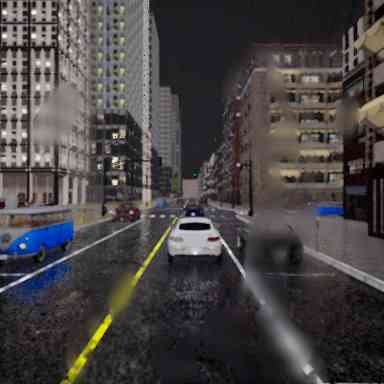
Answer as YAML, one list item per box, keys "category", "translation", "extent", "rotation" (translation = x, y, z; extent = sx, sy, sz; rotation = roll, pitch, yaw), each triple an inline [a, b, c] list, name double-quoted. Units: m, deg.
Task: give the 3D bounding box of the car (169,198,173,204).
- category: "car"
  translation: [-5.709, 2.323, 83.567]
  extent: [1.752, 1.417, 4.829]
  rotation: [0, -1, 0]

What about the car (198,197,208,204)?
- category: "car"
  translation: [2.672, 2.060, 78.192]
  extent: [2.192, 1.841, 5.009]
  rotation: [0, -1, 0]

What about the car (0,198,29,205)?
- category: "car"
  translation: [-21.140, 1.438, 39.845]
  extent: [4.097, 1.590, 1.967]
  rotation: [1, -2, 0]

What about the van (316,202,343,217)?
- category: "van"
  translation: [16.922, 2.074, 39.798]
  extent: [3.998, 1.788, 1.690]
  rotation: [1, -2, 0]

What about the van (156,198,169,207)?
- category: "van"
  translation: [-5.704, 1.921, 61.537]
  extent: [1.690, 1.788, 3.998]
  rotation: [0, -1, 0]

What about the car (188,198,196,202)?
- category: "car"
  translation: [-0.016, 2.386, 90.614]
  extent: [2.128, 1.511, 4.902]
  rotation: [0, -1, 0]

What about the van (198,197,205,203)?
- category: "van"
  translation: [2.669, 2.252, 94.843]
  extent: [1.690, 1.788, 3.998]
  rotation: [0, -1, 0]

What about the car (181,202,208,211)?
- category: "car"
  translation: [0.094, 1.841, 29.847]
  extent: [1.994, 1.385, 4.181]
  rotation: [0, -1, 0]

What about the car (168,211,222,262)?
- category: "car"
  translation: [0.097, 1.642, 12.541]
  extent: [1.812, 1.442, 4.674]
  rotation: [0, -1, 0]

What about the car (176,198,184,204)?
- category: "car"
  translation: [-3.017, 2.290, 85.012]
  extent: [1.882, 1.535, 5.008]
  rotation: [0, -1, 0]

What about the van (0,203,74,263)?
- category: "van"
  translation: [-5.693, 1.453, 12.119]
  extent: [1.690, 1.788, 3.998]
  rotation: [0, -1, 0]

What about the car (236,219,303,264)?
- category: "car"
  translation: [2.688, 1.663, 12.118]
  extent: [2.008, 1.369, 4.403]
  rotation: [0, -1, 0]

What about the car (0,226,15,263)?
- category: "car"
  translation: [-5.692, 1.611, 6.468]
  extent: [2.008, 1.369, 4.403]
  rotation: [0, -1, 0]

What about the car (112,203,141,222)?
- category: "car"
  translation: [-5.697, 1.709, 29.063]
  extent: [1.967, 1.590, 4.097]
  rotation: [0, -1, 0]
